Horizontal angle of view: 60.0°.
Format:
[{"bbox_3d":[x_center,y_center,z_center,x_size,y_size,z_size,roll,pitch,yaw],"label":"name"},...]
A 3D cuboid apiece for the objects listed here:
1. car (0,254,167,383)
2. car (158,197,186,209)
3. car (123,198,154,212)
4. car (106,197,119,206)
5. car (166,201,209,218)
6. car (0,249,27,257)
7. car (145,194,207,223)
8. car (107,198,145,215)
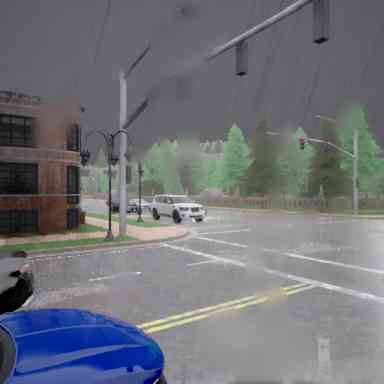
[{"bbox_3d":[-2.481,1.478,1.971,5.008,1.535,1.882,0,0,-36],"label":"car"},{"bbox_3d":[-2.846,1.525,46.707,1.812,1.442,4.674,0,0,-35],"label":"car"},{"bbox_3d":[-6.349,1.526,39.232,1.812,1.442,4.674,0,0,-35],"label":"car"},{"bbox_3d":[-12.617,1.564,54.574,1.994,1.385,4.181,0,0,-35],"label":"car"},{"bbox_3d":[-0.477,1.564,30.789,1.994,1.385,4.181,0,0,-35],"label":"car"},{"bbox_3d":[-4.947,1.491,4.761,4.902,1.511,2.128,0,0,-35],"label":"car"},{"bbox_3d":[-1.230,1.221,25.806,2.150,2.045,5.566,0,0,-33],"label":"car"},{"bbox_3d":[-6.639,1.564,33.513,1.994,1.385,4.181,0,0,-34],"label":"car"}]
